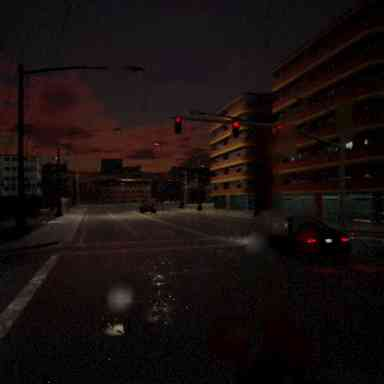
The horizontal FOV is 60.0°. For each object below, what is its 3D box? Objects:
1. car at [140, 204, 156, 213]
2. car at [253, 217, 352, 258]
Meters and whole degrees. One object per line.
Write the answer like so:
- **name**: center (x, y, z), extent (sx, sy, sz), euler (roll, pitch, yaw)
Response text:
- **car**: center (-6.850, 2.542, 51.245), extent (1.994, 1.385, 4.181), euler (0, -1, -17)
- **car**: center (4.216, 1.743, 13.702), extent (2.033, 1.411, 5.357), euler (0, -1, -9)
